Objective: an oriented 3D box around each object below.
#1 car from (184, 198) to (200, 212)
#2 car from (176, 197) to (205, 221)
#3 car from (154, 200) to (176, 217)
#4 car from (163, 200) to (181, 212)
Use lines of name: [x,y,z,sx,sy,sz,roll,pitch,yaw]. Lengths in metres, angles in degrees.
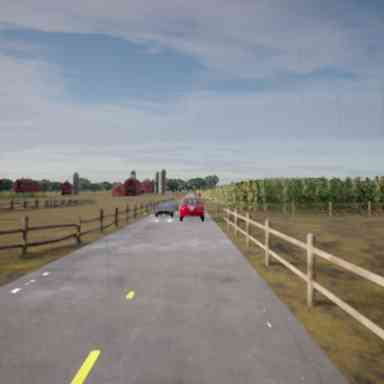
car: [0.052,1.700,45.094,2.097,1.767,4.553,0,-1,0]
car: [0.003,1.452,29.786,2.150,2.045,5.566,0,0,0]
car: [-2.751,1.815,34.735,2.033,1.411,5.357,0,0,0]
car: [-2.751,1.865,46.532,2.128,1.511,4.902,0,0,0]
